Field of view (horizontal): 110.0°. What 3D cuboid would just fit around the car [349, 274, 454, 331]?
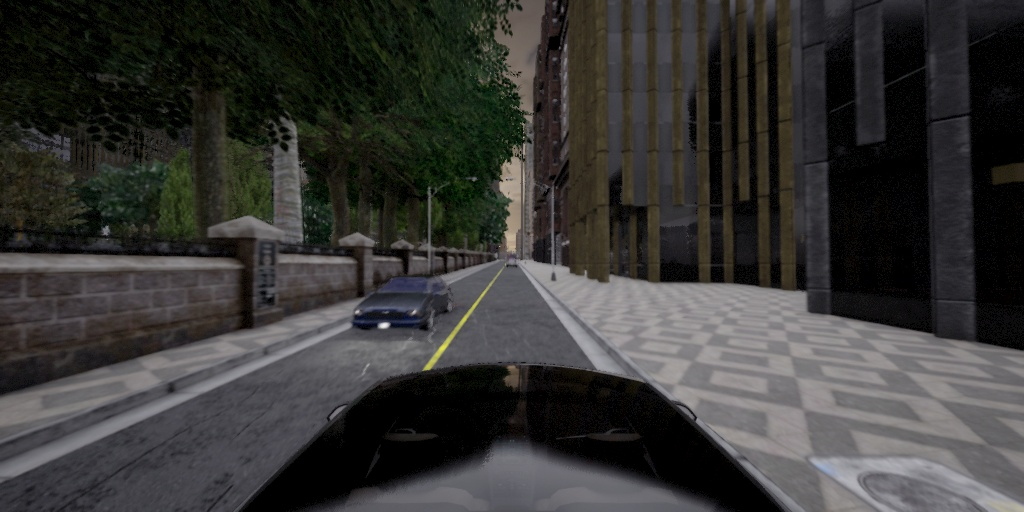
[{"bbox_3d":[-3.080,1.302,11.319,2.033,1.411,5.357,0,0,0],"label":"car"}]

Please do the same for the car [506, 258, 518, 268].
[{"bbox_3d":[-0.022,1.339,62.894,1.994,1.385,4.181,0,0,0],"label":"car"}]
